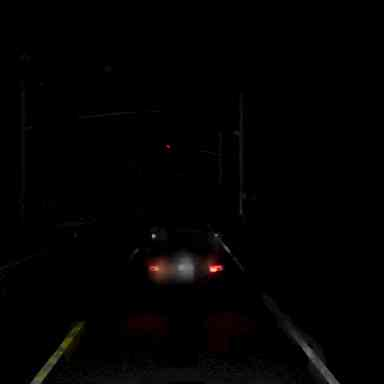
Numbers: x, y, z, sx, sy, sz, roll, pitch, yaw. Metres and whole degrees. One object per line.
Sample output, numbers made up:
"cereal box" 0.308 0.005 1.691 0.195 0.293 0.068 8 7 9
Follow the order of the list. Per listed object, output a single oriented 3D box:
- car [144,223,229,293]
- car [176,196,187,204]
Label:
"car" -0.175 1.542 8.984 2.033 1.411 5.357 0 0 -1
"car" -1.980 1.485 63.454 1.812 1.442 4.674 0 0 -2
